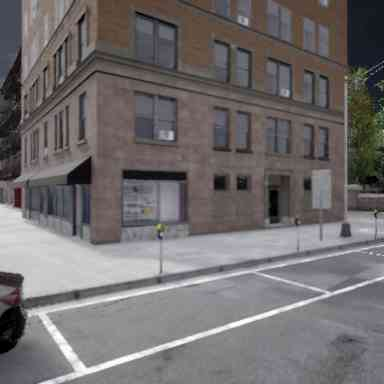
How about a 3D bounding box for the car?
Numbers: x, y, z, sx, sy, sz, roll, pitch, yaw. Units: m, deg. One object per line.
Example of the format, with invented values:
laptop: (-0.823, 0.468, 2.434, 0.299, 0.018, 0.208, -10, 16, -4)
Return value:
car: (-4.224, 1.570, 3.751, 4.313, 1.339, 1.947, 0, 0, -35)
